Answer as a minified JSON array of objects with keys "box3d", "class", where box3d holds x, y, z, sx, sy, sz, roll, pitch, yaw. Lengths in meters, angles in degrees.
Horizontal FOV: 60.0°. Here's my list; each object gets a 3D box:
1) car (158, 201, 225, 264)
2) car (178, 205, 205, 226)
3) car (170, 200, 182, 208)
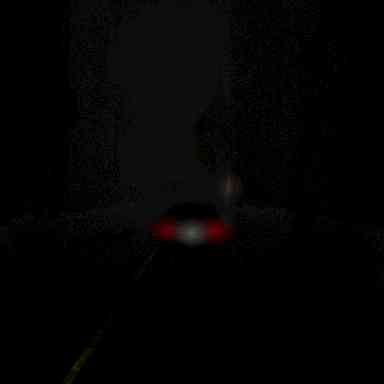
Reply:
[{"box3d":[-0.001,1.361,12.576,2.150,2.045,5.566,0,0,0],"class":"car"},{"box3d":[-0.012,1.852,27.516,2.033,1.411,5.357,0,-1,0],"class":"car"},{"box3d":[-3.061,2.350,64.971,1.994,1.385,4.181,0,-1,0],"class":"car"}]
